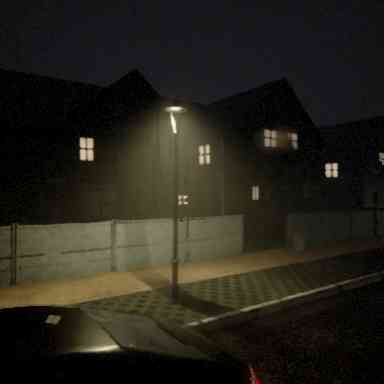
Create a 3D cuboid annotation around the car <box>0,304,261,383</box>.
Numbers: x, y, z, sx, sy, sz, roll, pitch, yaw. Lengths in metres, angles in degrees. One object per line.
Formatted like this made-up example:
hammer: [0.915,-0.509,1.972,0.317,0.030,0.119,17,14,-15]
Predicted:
car: [-1.452,1.563,2.002,4.181,1.385,1.994,1,0,-35]
